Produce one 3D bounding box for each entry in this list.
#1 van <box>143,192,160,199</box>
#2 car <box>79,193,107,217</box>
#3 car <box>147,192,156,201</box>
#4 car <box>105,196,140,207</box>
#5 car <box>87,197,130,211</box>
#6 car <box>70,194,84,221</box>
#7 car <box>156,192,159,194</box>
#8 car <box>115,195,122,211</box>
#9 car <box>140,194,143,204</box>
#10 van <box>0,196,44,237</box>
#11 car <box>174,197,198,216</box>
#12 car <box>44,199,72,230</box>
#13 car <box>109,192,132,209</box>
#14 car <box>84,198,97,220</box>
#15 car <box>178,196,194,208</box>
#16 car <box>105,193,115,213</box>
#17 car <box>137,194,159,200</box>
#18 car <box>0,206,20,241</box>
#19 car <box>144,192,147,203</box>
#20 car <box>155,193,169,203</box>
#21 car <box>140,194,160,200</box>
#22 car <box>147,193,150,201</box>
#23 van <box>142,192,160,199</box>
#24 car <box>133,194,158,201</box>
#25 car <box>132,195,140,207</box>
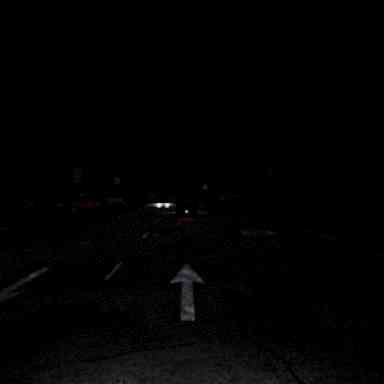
[{"bbox_3d":[-11.412,0.921,94.173,4.442,1.987,1.878,-1,1,-22],"label":"van"},{"bbox_3d":[-9.908,1.249,28.206,4.553,1.767,2.185,-1,1,-21],"label":"car"},{"bbox_3d":[-10.704,1.283,70.219,4.892,1.521,2.231,-1,0,-21],"label":"car"},{"bbox_3d":[-10.294,1.349,49.213,4.674,1.452,2.002,-1,0,-21],"label":"car"},{"bbox_3d":[-10.116,1.361,40.221,4.792,1.488,2.163,-1,0,-21],"label":"car"},{"bbox_3d":[-9.866,1.276,22.189,4.553,1.767,2.185,-1,0,-21],"label":"car"},{"bbox_3d":[-10.588,1.274,73.286,5.366,1.575,1.946,-1,0,-21],"label":"car"},{"bbox_3d":[-10.017,1.381,34.221,4.792,1.488,2.163,-1,0,-21],"label":"car"},{"bbox_3d":[-10.237,1.064,46.235,5.566,2.045,2.435,-1,0,-21],"label":"car"},{"bbox_3d":[-9.828,1.205,16.139,4.442,1.987,1.878,-1,1,-21],"label":"van"},{"bbox_3d":[-0.515,1.368,30.450,1.837,1.490,4.892,0,1,-1],"label":"car"},{"bbox_3d":[-9.768,1.414,19.187,5.008,1.535,2.097,-1,1,-21],"label":"car"},{"bbox_3d":[-10.072,1.090,37.219,5.566,2.045,2.435,-1,0,-21],"label":"car"},{"bbox_3d":[-9.887,1.428,25.198,4.674,1.452,2.002,-1,0,-21],"label":"car"},{"bbox_3d":[-0.888,1.360,45.869,2.033,1.411,5.357,0,0,-1],"label":"car"},{"bbox_3d":[-9.960,1.237,31.207,4.553,1.767,2.185,-1,1,-21],"label":"car"},{"bbox_3d":[-11.213,1.262,85.163,5.366,1.575,1.946,-1,1,-21],"label":"car"},{"bbox_3d":[-9.663,1.482,13.186,4.674,1.452,2.002,-1,0,-21],"label":"car"},{"bbox_3d":[-10.437,1.172,55.209,4.553,1.767,2.185,-1,0,-21],"label":"car"},{"bbox_3d":[-5.244,1.394,61.769,1.895,1.301,4.718,0,0,-1],"label":"car"},{"bbox_3d":[-11.134,1.228,88.233,5.008,1.535,2.097,-1,0,-22],"label":"car"},{"bbox_3d":[-10.431,1.322,58.230,4.792,1.488,2.163,-1,0,-21],"label":"car"},{"bbox_3d":[-11.325,0.963,91.174,4.442,1.987,1.878,-1,1,-22],"label":"van"},{"bbox_3d":[-10.655,1.271,76.287,5.366,1.575,1.946,-1,0,-21],"label":"car"},{"bbox_3d":[-10.023,1.317,43.281,5.366,1.575,1.946,-1,0,-21],"label":"car"}]
